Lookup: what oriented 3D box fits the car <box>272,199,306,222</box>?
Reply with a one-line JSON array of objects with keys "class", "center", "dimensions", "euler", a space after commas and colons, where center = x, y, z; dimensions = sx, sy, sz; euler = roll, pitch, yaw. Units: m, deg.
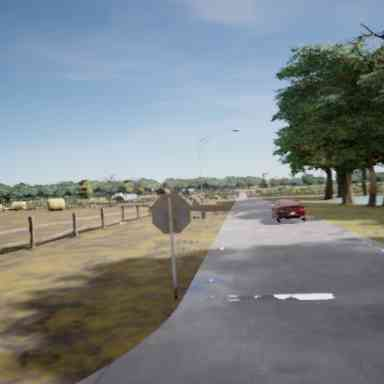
[{"class": "car", "center": [6.879, 1.227, 23.971], "dimensions": [1.882, 1.535, 5.008], "euler": [-4, 0, 9]}]
